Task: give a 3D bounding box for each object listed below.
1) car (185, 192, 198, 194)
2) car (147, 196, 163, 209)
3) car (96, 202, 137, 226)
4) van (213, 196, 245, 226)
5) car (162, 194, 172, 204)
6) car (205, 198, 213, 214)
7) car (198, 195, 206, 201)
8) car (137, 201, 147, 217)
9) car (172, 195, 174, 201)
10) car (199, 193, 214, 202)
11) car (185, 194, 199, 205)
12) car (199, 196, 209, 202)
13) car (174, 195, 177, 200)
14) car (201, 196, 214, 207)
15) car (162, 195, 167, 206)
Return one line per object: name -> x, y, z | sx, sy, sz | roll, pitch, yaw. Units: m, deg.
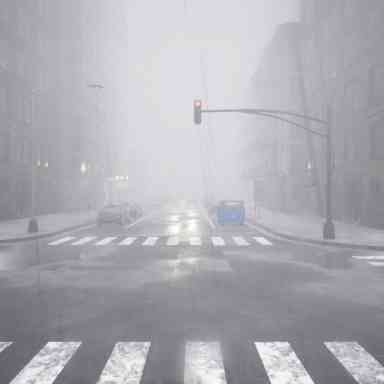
car -> 0.083, 1.331, 67.106 | 2.097, 1.767, 4.553 | 0, 0, -2
car -> -5.396, 1.520, 45.744 | 1.752, 1.417, 4.829 | 0, 0, 0
car -> -5.392, 1.550, 23.187 | 2.008, 1.369, 4.403 | 0, 0, 0
van -> 2.633, 1.340, 23.197 | 1.690, 1.788, 3.998 | 0, 0, 0
car -> -5.399, 1.548, 62.960 | 1.947, 1.339, 4.313 | 0, 0, 0
car -> 2.631, 1.580, 34.559 | 1.802, 1.307, 4.206 | 0, 0, 0
car -> 2.623, 1.531, 85.691 | 1.947, 1.339, 4.313 | 0, 0, 0
car -> -5.393, 1.543, 28.868 | 1.887, 1.381, 4.507 | 0, 0, 0
car -> -5.400, 1.293, 68.641 | 2.192, 1.841, 5.009 | 0, 0, 0
car -> 2.629, 1.305, 51.603 | 2.192, 1.841, 5.009 | 0, 0, 0
car -> 0.093, 1.512, 57.276 | 1.812, 1.442, 4.674 | 0, 0, 0
car -> 2.625, 1.524, 74.328 | 2.008, 1.369, 4.403 | 0, 0, 0
car -> -5.401, 1.410, 80.005 | 1.967, 1.590, 4.097 | 0, 0, 0
car -> 2.629, 1.576, 45.922 | 1.802, 1.307, 4.206 | 0, 0, 0
car -> -5.397, 1.556, 51.596 | 1.947, 1.339, 4.313 | 0, 0, 0
